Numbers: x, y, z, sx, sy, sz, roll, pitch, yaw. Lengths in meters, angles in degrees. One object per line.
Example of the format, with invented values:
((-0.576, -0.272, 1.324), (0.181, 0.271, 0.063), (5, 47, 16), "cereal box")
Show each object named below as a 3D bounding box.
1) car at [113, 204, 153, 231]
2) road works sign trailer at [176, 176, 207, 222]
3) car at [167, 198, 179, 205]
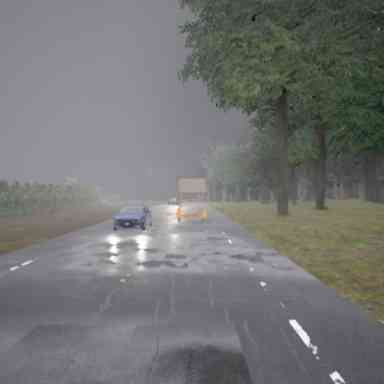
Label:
((-3.602, 1.514, 20.960), (1.882, 1.535, 5.008), (0, 0, 0), "car")
((-0.003, 0.522, 26.561), (2.380, 3.560, 2.880), (0, 0, 1), "road works sign trailer")
((-3.534, 1.876, 63.616), (1.994, 1.385, 4.181), (0, -1, 1), "car")
